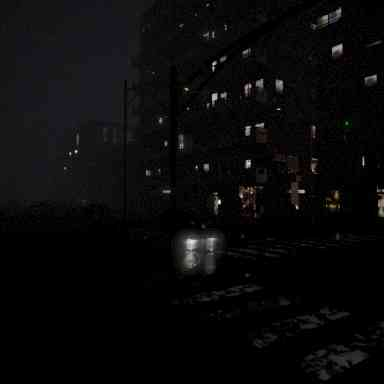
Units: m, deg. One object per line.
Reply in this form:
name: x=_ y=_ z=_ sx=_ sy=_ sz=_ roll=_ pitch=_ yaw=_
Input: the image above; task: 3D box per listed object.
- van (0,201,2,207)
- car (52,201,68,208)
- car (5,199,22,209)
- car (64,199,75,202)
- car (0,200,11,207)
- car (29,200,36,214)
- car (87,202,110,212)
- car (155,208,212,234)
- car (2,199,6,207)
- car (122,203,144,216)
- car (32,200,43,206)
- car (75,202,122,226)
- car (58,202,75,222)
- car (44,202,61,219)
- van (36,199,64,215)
van: x=-39.543 y=2.412 z=71.360 sx=1.690 sy=1.788 sz=3.998 roll=-1 pitch=0 yaw=-35
car: x=-26.501 y=2.462 z=66.637 sx=1.887 sy=1.381 sz=4.507 roll=-1 pitch=0 yaw=-35
car: x=-33.131 y=2.365 z=62.360 sx=1.967 sy=1.590 sz=4.097 roll=-1 pitch=0 yaw=-35
car: x=-23.301 y=2.160 z=62.140 sx=2.192 sy=1.841 sz=5.009 roll=-1 pitch=0 yaw=-35
car: x=-42.647 y=2.666 z=75.721 sx=1.752 sy=1.417 sz=4.829 roll=-1 pitch=0 yaw=-35
car: x=-20.309 y=2.073 z=44.360 sx=1.967 sy=1.590 sz=4.097 roll=-1 pitch=0 yaw=-35
car: x=-13.687 y=2.192 z=48.649 sx=1.947 sy=1.339 sz=4.313 roll=-1 pitch=0 yaw=-35
car: x=-0.672 y=1.760 z=21.238 sx=1.812 sy=1.442 sz=4.674 roll=0 pitch=-1 yaw=-35
car: x=-36.334 y=2.543 z=66.860 sx=1.887 sy=1.381 sz=4.507 roll=-1 pitch=0 yaw=-35
car: x=-7.380 y=2.006 z=39.793 sx=1.752 sy=1.417 sz=4.829 roll=-1 pitch=0 yaw=-35
car: x=-39.313 y=2.774 z=84.625 sx=1.947 sy=1.339 sz=4.313 roll=-1 pitch=0 yaw=-35
car: x=-7.487 y=1.777 z=26.360 sx=1.967 sy=1.590 sz=4.097 roll=-1 pitch=0 yaw=-35
car: x=-10.593 y=1.934 z=30.721 sx=1.752 sy=1.417 sz=4.829 roll=-1 pitch=0 yaw=-35
car: x=-13.896 y=2.036 z=35.359 sx=2.008 sy=1.369 sz=4.403 roll=-1 pitch=0 yaw=-35
van: x=-17.105 y=1.900 z=39.860 sx=1.690 sy=1.788 sz=3.998 roll=-1 pitch=0 yaw=-35
